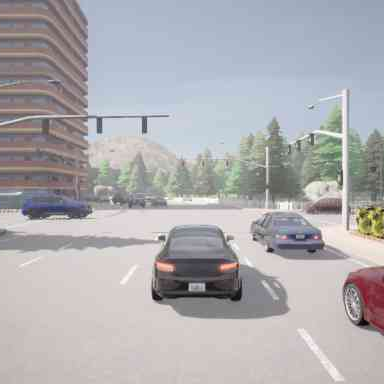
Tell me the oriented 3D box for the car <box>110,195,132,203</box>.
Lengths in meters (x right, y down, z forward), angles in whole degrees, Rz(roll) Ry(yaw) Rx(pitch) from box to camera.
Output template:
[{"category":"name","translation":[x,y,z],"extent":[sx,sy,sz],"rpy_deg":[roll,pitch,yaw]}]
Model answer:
[{"category":"car","translation":[-14.474,1.492,67.546],"extent":[2.128,1.511,4.902],"rpy_deg":[0,0,-44]}]

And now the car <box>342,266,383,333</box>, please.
[{"category":"car","translation":[3.602,1.526,4.095],"extent":[1.812,1.442,4.674],"rpy_deg":[0,0,1]}]

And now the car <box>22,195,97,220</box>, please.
[{"category":"car","translation":[-11.383,1.268,28.171],"extent":[5.566,2.045,2.150],"rpy_deg":[-1,0,1]}]

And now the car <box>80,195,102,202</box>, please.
[{"category":"car","translation":[-22.540,1.500,73.855],"extent":[4.892,1.490,1.837],"rpy_deg":[0,0,31]}]

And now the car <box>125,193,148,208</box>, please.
[{"category":"car","translation":[-8.182,1.221,48.777],"extent":[2.150,2.045,5.566],"rpy_deg":[0,0,-14]}]

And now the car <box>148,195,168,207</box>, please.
[{"category":"car","translation":[-5.026,1.505,50.676],"extent":[1.837,1.490,4.892],"rpy_deg":[0,0,-17]}]

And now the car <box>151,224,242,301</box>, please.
[{"category":"car","translation":[0.104,1.526,8.208],"extent":[1.812,1.442,4.674],"rpy_deg":[0,0,0]}]

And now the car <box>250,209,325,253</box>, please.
[{"category":"car","translation":[3.660,1.547,13.677],"extent":[2.033,1.411,5.357],"rpy_deg":[0,0,1]}]

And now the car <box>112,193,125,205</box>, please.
[{"category":"car","translation":[-12.091,1.221,58.380],"extent":[2.150,2.045,5.566],"rpy_deg":[0,0,-31]}]

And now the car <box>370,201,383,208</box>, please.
[{"category":"car","translation":[17.463,1.533,27.824],"extent":[5.008,1.535,1.882],"rpy_deg":[0,0,1]}]

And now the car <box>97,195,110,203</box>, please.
[{"category":"car","translation":[-18.188,1.352,66.216],"extent":[4.553,1.767,2.097],"rpy_deg":[0,0,44]}]

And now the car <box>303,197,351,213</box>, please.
[{"category":"car","translation":[14.131,1.407,35.065],"extent":[4.553,1.767,2.097],"rpy_deg":[0,0,1]}]
